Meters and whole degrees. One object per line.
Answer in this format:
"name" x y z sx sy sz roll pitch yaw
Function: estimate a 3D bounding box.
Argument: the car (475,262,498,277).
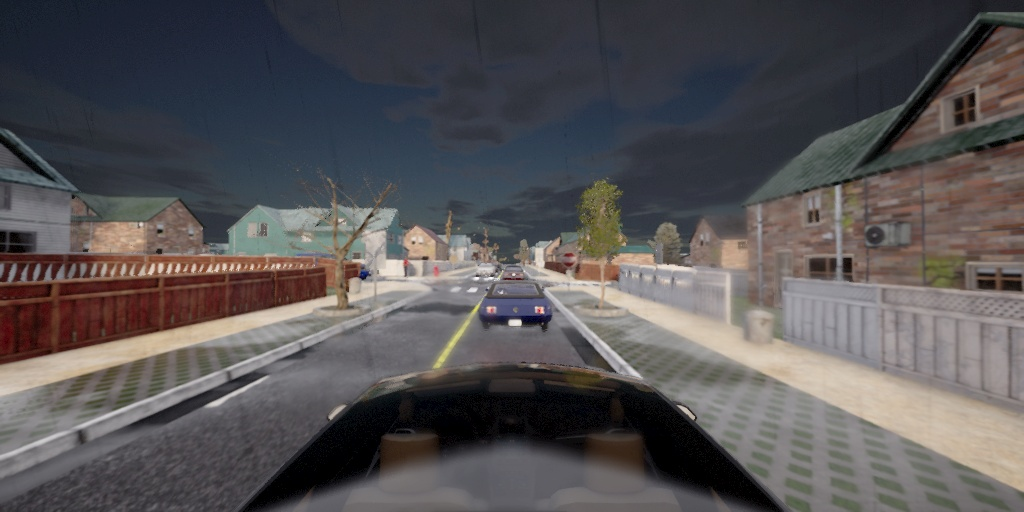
"car" -2.891 1.541 40.164 1.812 1.442 4.674 0 0 2

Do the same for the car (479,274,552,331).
"car" 0.094 1.409 11.258 1.895 1.301 4.718 0 0 0

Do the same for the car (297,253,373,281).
"car" -13.335 0.842 26.697 5.566 2.045 2.150 1 -1 -1

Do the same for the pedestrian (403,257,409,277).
"pedestrian" -9.639 0.976 32.531 0.375 1.860 0.375 0 -3 0

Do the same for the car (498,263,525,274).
"car" 0.127 1.544 30.617 2.033 1.411 5.357 1 -1 0

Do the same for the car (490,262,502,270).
"car" -2.806 1.834 64.610 1.895 1.301 4.718 0 -1 0

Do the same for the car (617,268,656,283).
"car" 11.222 1.715 29.613 5.008 1.535 1.882 1 -1 0
